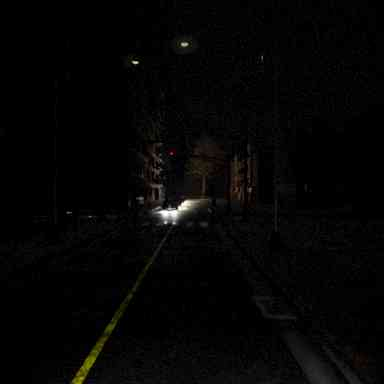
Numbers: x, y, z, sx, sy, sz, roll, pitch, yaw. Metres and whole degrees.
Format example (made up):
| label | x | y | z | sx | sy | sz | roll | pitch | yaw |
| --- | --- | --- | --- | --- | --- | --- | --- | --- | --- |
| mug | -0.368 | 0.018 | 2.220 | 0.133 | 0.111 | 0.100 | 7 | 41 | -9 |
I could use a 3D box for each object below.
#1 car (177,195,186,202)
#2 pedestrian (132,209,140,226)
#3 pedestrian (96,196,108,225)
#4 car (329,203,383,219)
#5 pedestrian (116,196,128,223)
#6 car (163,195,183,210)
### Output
| label | x | y | z | sx | sy | sz | roll | pitch | yaw |
| --- | --- | --- | --- | --- | --- | --- | --- | --- | --- |
| car | -2.451 | 1.391 | 75.750 | 1.837 | 1.490 | 4.892 | 0 | 0 | 0 |
| pedestrian | -3.589 | 1.660 | 21.591 | 0.500 | 1.100 | 0.500 | 0 | 0 | 0 |
| pedestrian | -5.691 | 1.130 | 21.001 | 0.375 | 1.860 | 0.375 | 0 | 0 | 0 |
| car | 13.999 | 1.576 | 27.697 | 4.829 | 1.417 | 1.752 | 0 | -1 | 0 |
| pedestrian | -4.696 | 1.129 | 22.204 | 0.375 | 1.860 | 0.375 | 0 | 0 | 0 |
| car | -2.677 | 1.440 | 42.649 | 2.128 | 1.511 | 4.902 | 0 | 0 | 0 |
